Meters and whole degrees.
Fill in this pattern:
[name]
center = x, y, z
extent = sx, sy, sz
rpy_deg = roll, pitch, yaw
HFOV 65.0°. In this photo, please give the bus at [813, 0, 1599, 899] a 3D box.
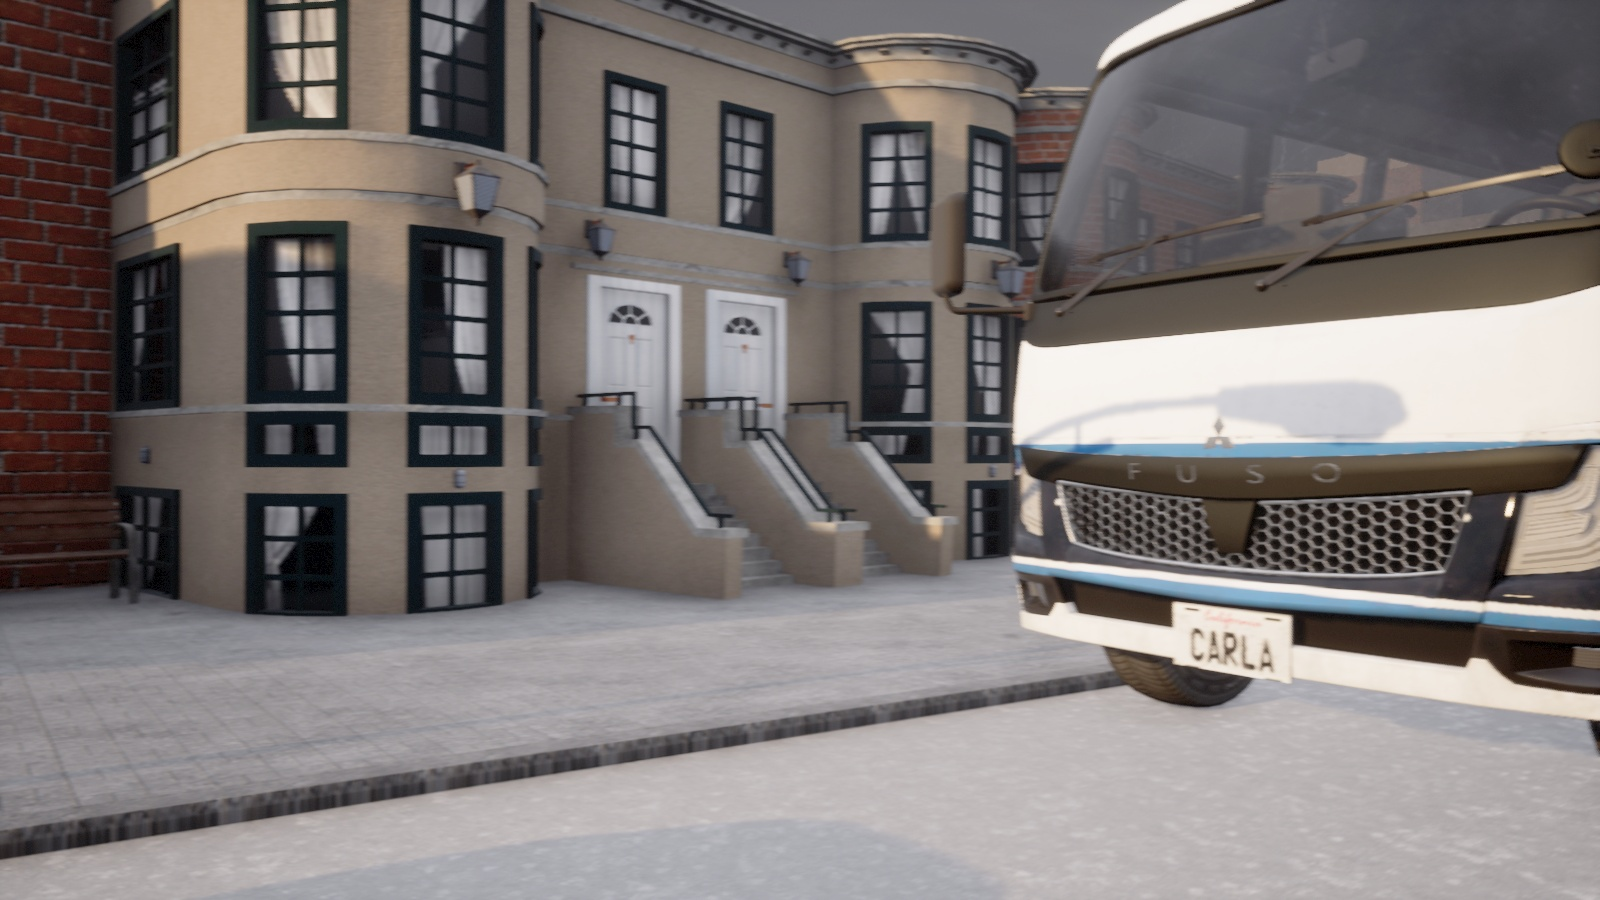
[bus]
center = 5.415, -0.623, 8.043
extent = 10.273, 4.253, 3.944
rpy_deg = 0, 0, -35
